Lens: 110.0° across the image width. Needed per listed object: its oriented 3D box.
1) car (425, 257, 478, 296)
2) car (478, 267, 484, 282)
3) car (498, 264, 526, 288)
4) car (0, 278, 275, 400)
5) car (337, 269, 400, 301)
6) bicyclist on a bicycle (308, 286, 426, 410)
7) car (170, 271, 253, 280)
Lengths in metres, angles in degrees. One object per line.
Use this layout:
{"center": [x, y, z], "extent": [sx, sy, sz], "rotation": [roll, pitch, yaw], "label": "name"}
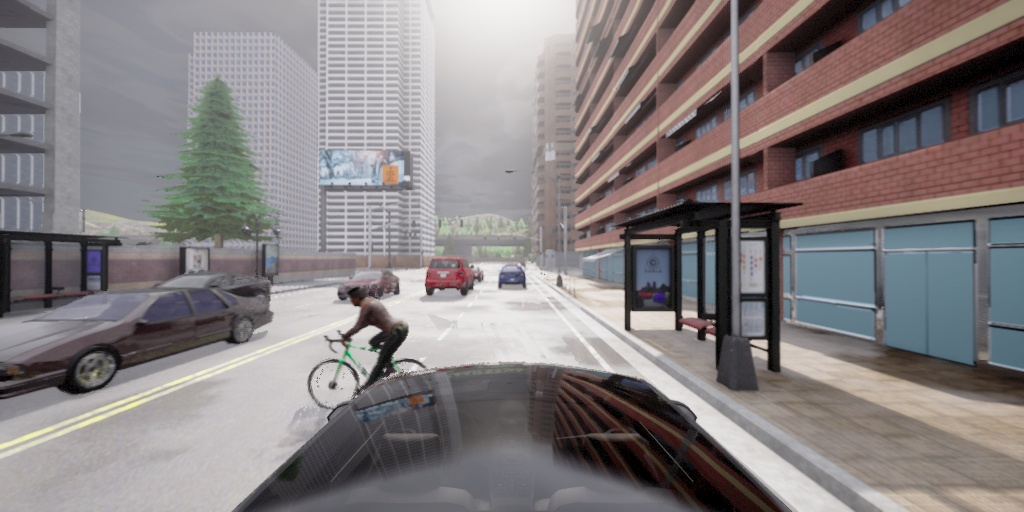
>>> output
{"center": [-3.476, 1.112, 20.772], "extent": [2.150, 2.045, 5.566], "rotation": [0, 0, 0], "label": "car"}
{"center": [-3.512, 1.570, 31.485], "extent": [1.895, 1.301, 4.718], "rotation": [0, 0, 0], "label": "car"}
{"center": [0.008, 1.404, 25.761], "extent": [1.882, 1.535, 5.008], "rotation": [0, 0, 0], "label": "car"}
{"center": [-7.120, 1.338, 7.002], "extent": [2.033, 1.411, 5.357], "rotation": [0, 0, 0], "label": "car"}
{"center": [-7.158, 1.400, 18.453], "extent": [1.812, 1.442, 4.674], "rotation": [0, 0, 0], "label": "car"}
{"center": [-1.860, 1.224, 4.702], "extent": [1.656, 1.620, 0.582], "rotation": [0, 0, 0], "label": "bicyclist on a bicycle"}
{"center": [-10.620, 1.307, 12.338], "extent": [1.882, 1.535, 5.008], "rotation": [0, 0, 0], "label": "car"}
